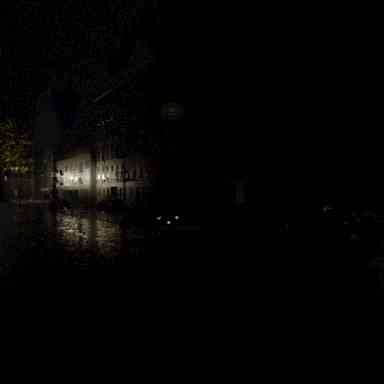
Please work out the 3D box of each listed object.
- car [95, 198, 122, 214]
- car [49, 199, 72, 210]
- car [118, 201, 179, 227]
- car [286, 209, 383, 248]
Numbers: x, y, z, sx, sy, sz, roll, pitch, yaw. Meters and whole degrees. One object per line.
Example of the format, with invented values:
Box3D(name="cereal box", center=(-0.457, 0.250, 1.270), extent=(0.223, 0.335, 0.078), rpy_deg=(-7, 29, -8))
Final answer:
Box3D(name="car", center=(-9.103, 1.418, 36.995), extent=(2.097, 1.767, 4.553), rpy_deg=(0, 0, -36))
Box3D(name="car", center=(-17.362, 1.609, 43.595), extent=(2.033, 1.411, 5.357), rpy_deg=(0, 0, -35))
Box3D(name="car", center=(-3.030, 1.570, 23.469), extent=(2.033, 1.411, 5.357), rpy_deg=(0, 0, -36))
Box3D(name="car", center=(6.582, 1.527, 15.145), extent=(1.837, 1.490, 4.892), rpy_deg=(0, 0, -36))
